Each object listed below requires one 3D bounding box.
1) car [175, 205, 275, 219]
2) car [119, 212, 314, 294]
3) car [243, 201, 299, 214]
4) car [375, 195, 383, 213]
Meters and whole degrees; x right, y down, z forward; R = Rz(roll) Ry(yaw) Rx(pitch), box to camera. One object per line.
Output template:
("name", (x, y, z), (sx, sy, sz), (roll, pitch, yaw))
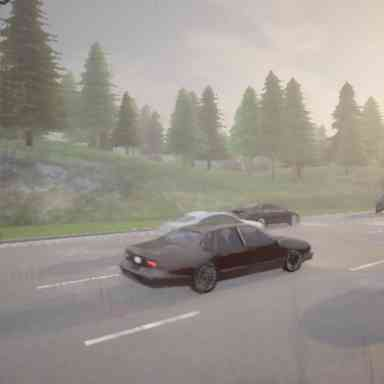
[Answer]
("car", (0.844, 1.437, 12.940), (4.674, 1.442, 1.812), (-1, 0, -35))
("car", (0.868, 1.485, 8.663), (5.357, 1.411, 2.033), (-1, 0, -35))
("car", (4.441, 1.336, 19.903), (4.892, 1.490, 1.837), (-1, 1, -35))
("car", (18.501, 0.970, 29.859), (4.553, 1.767, 2.097), (-1, 0, -35))
